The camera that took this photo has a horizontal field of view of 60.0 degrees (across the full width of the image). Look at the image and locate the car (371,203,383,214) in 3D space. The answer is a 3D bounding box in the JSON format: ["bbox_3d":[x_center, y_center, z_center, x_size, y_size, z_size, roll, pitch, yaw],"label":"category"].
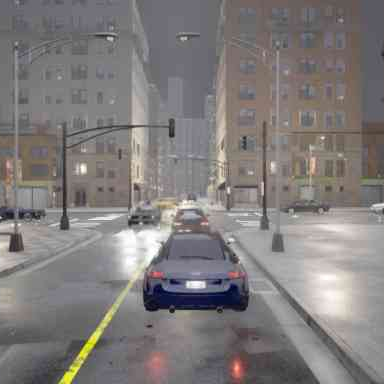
[{"bbox_3d":[20.423,1.438,33.289,4.674,1.442,1.812,0,0,-1],"label":"car"}]

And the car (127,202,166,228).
[{"bbox_3d":[-3.096,1.602,22.461,1.895,1.301,4.718,0,0,0],"label":"car"}]

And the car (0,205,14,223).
[{"bbox_3d":[-15.221,1.615,23.124,4.181,1.385,1.994,0,0,0],"label":"car"}]

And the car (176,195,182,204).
[{"bbox_3d":[-3.100,1.573,54.745,2.033,1.411,5.357,0,0,0],"label":"car"}]

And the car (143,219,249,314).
[{"bbox_3d":[0.084,1.564,7.725,1.994,1.385,4.181,0,0,0],"label":"car"}]

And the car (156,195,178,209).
[{"bbox_3d":[-3.341,1.490,41.354,1.882,1.535,5.008,0,0,4],"label":"car"}]

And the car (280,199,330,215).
[{"bbox_3d":[11.161,1.449,33.236,4.892,1.490,1.837,0,0,0],"label":"car"}]

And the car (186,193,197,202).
[{"bbox_3d":[-0.070,1.273,76.236,2.150,2.045,5.566,0,0,0],"label":"car"}]

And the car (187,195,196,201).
[{"bbox_3d":[-0.103,1.581,86.624,2.128,1.511,4.902,0,0,0],"label":"car"}]

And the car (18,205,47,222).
[{"bbox_3d":[-14.150,1.647,26.379,4.718,1.301,1.895,0,0,0],"label":"car"}]

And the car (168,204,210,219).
[{"bbox_3d":[-0.085,1.525,16.469,1.812,1.442,4.674,0,0,-1],"label":"car"}]
